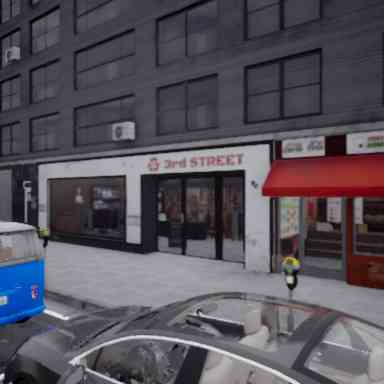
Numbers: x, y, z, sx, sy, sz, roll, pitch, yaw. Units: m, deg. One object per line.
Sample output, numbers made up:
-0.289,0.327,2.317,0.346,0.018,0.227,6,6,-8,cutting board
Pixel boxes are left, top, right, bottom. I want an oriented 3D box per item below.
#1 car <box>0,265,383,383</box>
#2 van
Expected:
0.183,1.553,2.679,4.403,1.369,2.008,0,0,36,car
-4.303,1.355,5.880,3.998,1.788,1.690,0,0,36,van
